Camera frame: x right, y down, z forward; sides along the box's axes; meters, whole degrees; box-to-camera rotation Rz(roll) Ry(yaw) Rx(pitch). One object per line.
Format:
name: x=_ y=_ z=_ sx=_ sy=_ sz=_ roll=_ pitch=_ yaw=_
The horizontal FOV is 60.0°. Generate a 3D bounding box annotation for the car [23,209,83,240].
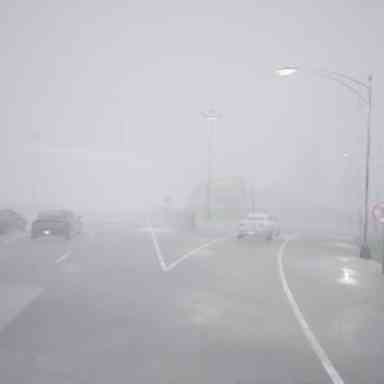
car: x=-7.228 y=1.680 z=18.137 sx=1.837 sy=1.490 sz=4.892 roll=2 pitch=-1 yaw=-9

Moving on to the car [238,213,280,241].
car: x=3.997 y=1.978 z=19.591 sx=1.812 sy=1.442 sz=4.674 roll=0 pitch=-1 yaw=22

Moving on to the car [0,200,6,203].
car: x=-39.803 y=2.367 z=68.163 sx=2.033 sy=1.411 sz=5.357 roll=2 pitch=-2 yaw=-9

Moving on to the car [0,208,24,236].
car: x=-10.859 y=1.609 z=18.750 sx=1.812 sy=1.442 sz=4.674 roll=2 pitch=-1 yaw=-9
